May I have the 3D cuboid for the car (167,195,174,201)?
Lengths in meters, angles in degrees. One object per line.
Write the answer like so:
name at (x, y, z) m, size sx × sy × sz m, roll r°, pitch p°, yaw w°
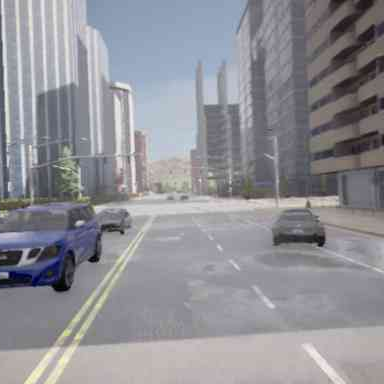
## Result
car at (-5.496, 1.520, 86.003) m, size 2.033 × 1.411 × 5.357 m, roll -2°, pitch 0°, yaw -4°

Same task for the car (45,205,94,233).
car at (-8.455, 1.779, 23.469) m, size 1.837 × 1.490 × 4.892 m, roll -2°, pitch 0°, yaw -3°

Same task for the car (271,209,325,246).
car at (4.470, 1.412, 14.230) m, size 1.994 × 1.385 × 4.181 m, roll -2°, pitch 0°, yaw 16°

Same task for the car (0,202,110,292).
car at (-4.090, 1.358, 9.551) m, size 2.150 × 2.045 × 5.566 m, roll -2°, pitch 0°, yaw -4°

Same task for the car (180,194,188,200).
car at (-2.009, 1.323, 86.232) m, size 1.882 × 1.535 × 5.008 m, roll -2°, pitch 0°, yaw -4°

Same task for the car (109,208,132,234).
car at (-4.757, 1.686, 20.194) m, size 2.033 × 1.411 × 5.357 m, roll -2°, pitch 0°, yaw -4°

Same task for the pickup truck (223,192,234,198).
pickup truck at (10.666, 0.435, 93.087) m, size 2.390 × 2.098 × 6.274 m, roll -2°, pitch 0°, yaw 27°
